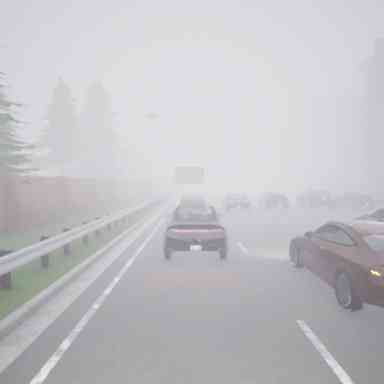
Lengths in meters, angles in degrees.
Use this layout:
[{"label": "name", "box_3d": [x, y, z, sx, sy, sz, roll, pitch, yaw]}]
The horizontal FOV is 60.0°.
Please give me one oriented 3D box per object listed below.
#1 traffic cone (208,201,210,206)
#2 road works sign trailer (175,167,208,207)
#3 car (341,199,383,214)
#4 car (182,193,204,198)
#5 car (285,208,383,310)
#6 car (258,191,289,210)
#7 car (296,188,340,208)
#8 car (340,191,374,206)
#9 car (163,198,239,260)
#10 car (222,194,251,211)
[{"label": "traffic cone", "box_3d": [1.483, 1.128, 29.619, 0.340, 0.580, 0.340, 0, 2, 0]}, {"label": "road works sign trailer", "box_3d": [-0.193, -0.305, 27.503, 2.380, 3.560, 2.880, 0, 2, -3]}, {"label": "car", "box_3d": [7.098, 1.193, 11.066, 1.837, 1.490, 4.892, 0, 2, 0]}, {"label": "car", "box_3d": [0.047, 0.812, 23.609, 1.882, 1.535, 5.008, 0, 2, 0]}, {"label": "car", "box_3d": [3.586, 1.322, 7.179, 1.812, 1.442, 4.674, 0, 2, 0]}, {"label": "car", "box_3d": [7.096, 0.690, 29.186, 1.837, 1.490, 4.892, 0, 2, 0]}, {"label": "car", "box_3d": [10.596, 0.546, 28.869, 2.097, 1.767, 4.553, 0, 2, 0]}, {"label": "car", "box_3d": [14.095, 0.690, 29.182, 1.837, 1.490, 4.892, 0, 2, 0]}, {"label": "car", "box_3d": [0.099, 1.178, 11.103, 2.128, 1.511, 4.902, 0, 1, 0]}, {"label": "car", "box_3d": [3.596, 0.825, 27.763, 1.895, 1.301, 4.718, 0, 2, 0]}]
